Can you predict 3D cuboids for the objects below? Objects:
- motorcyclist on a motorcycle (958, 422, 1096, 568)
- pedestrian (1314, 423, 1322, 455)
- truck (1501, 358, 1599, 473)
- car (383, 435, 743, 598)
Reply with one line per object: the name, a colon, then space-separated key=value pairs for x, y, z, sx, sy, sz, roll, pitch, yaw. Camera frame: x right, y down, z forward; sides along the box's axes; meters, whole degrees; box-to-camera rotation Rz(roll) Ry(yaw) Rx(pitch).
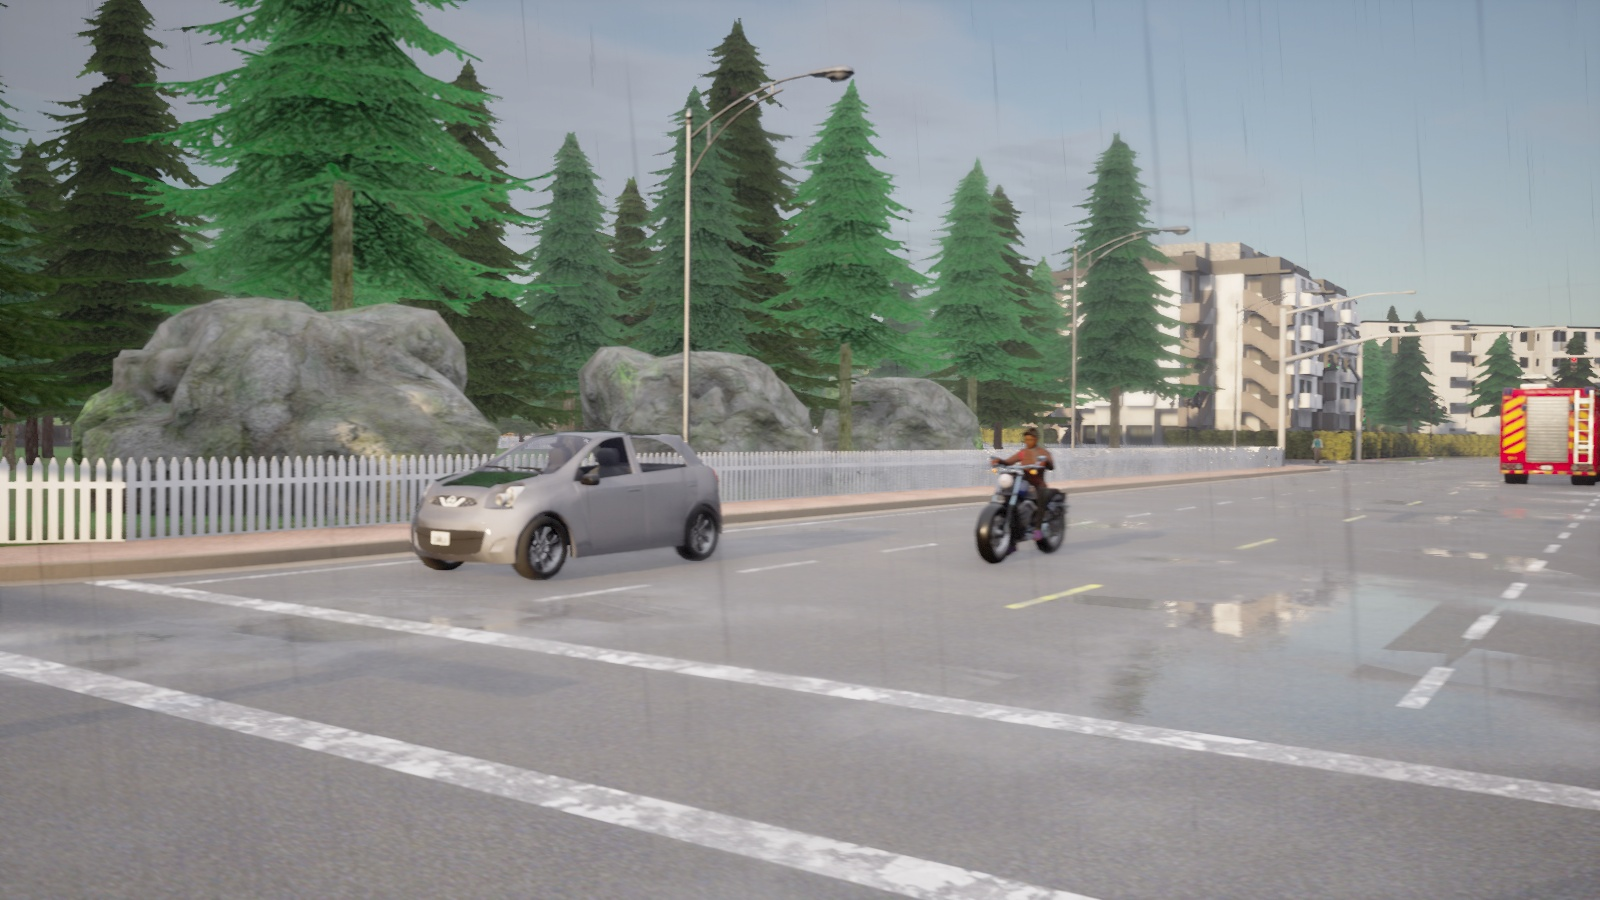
motorcyclist on a motorcycle: x=2.817 y=0.483 z=15.364 sx=0.766 sy=1.649 sz=2.350 roll=0 pitch=1 yaw=34
pedestrian: x=30.761 y=-0.645 z=74.530 sx=0.396 sy=1.930 sz=0.692 roll=0 pitch=1 yaw=27
truck: x=27.863 y=-1.214 z=46.221 sx=2.891 sy=3.827 sz=8.468 roll=0 pitch=1 yaw=34
car: x=-2.461 y=0.605 z=13.801 sx=1.845 sy=1.501 sz=3.633 roll=0 pitch=1 yaw=34
